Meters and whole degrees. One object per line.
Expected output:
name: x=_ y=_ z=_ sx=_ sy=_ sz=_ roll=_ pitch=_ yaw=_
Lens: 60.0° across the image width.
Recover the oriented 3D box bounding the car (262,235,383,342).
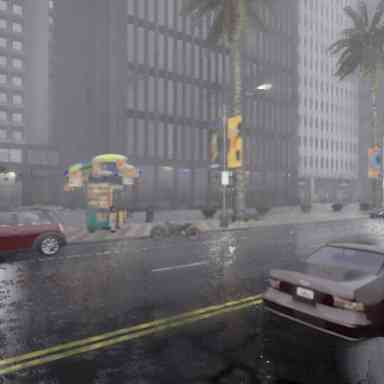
car: x=3.733 y=1.562 z=6.426 sx=5.357 sy=1.411 sz=2.033 roll=0 pitch=0 yaw=-35

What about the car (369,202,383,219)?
car: x=17.091 y=1.546 z=28.499 sx=4.892 sy=1.521 sz=2.231 roll=0 pitch=0 yaw=-36

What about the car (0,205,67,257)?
car: x=-6.806 y=1.362 z=11.417 sx=4.553 sy=1.767 sz=2.185 roll=0 pitch=0 yaw=-36
